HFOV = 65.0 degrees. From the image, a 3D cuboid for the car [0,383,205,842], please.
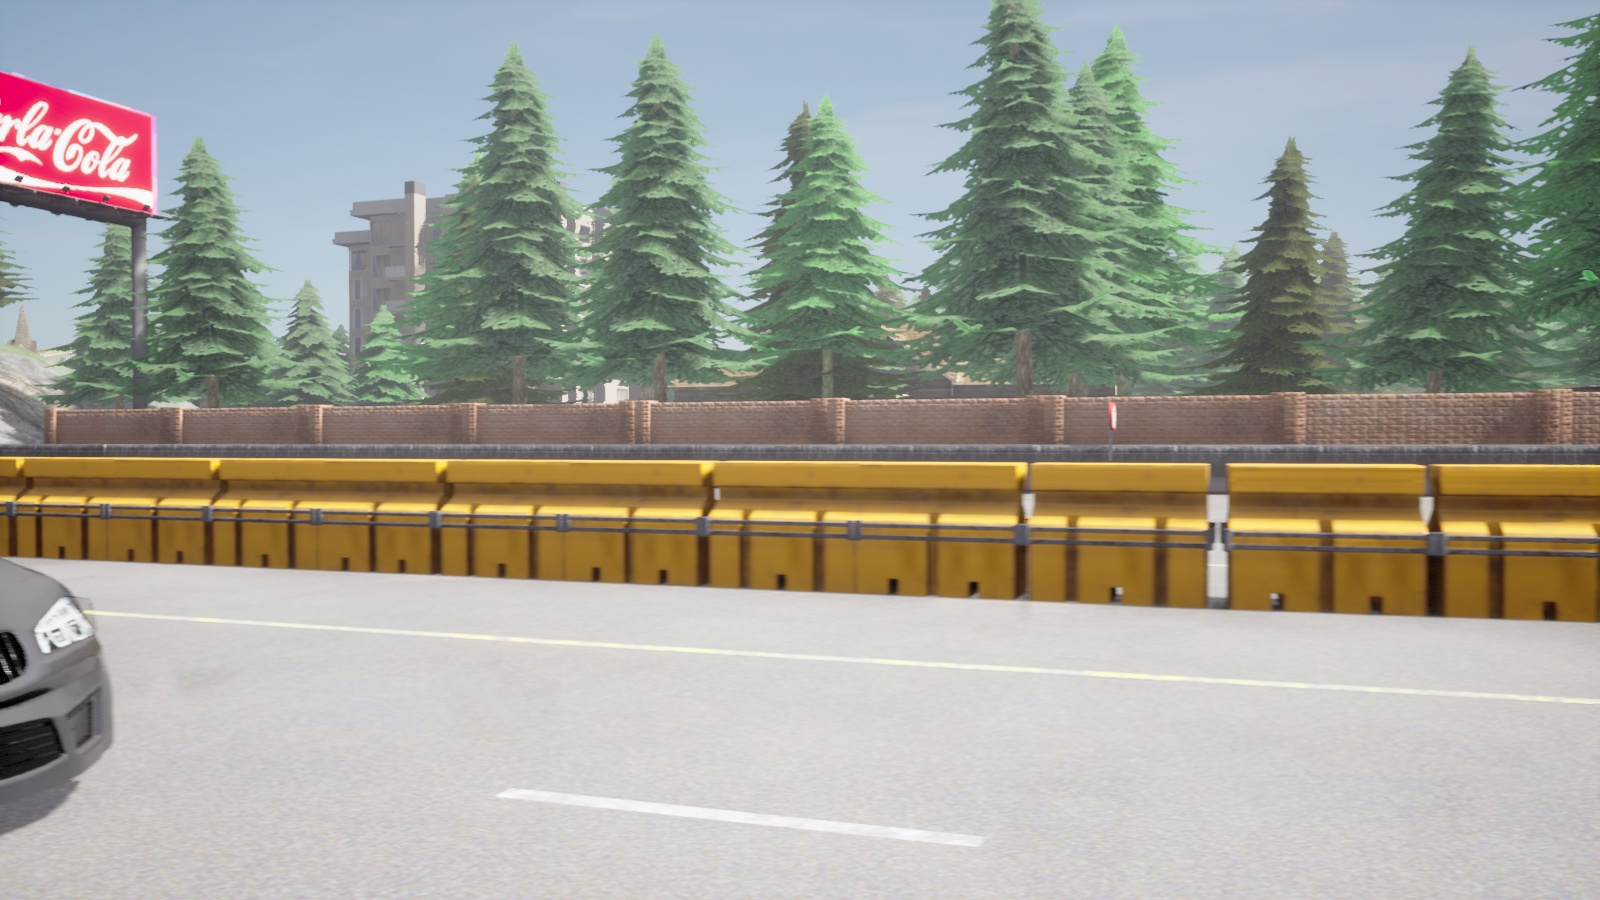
[{"bbox_3d":[-5.121,0.569,5.214,4.611,1.667,2.242,1,0,22],"label":"car"}]
